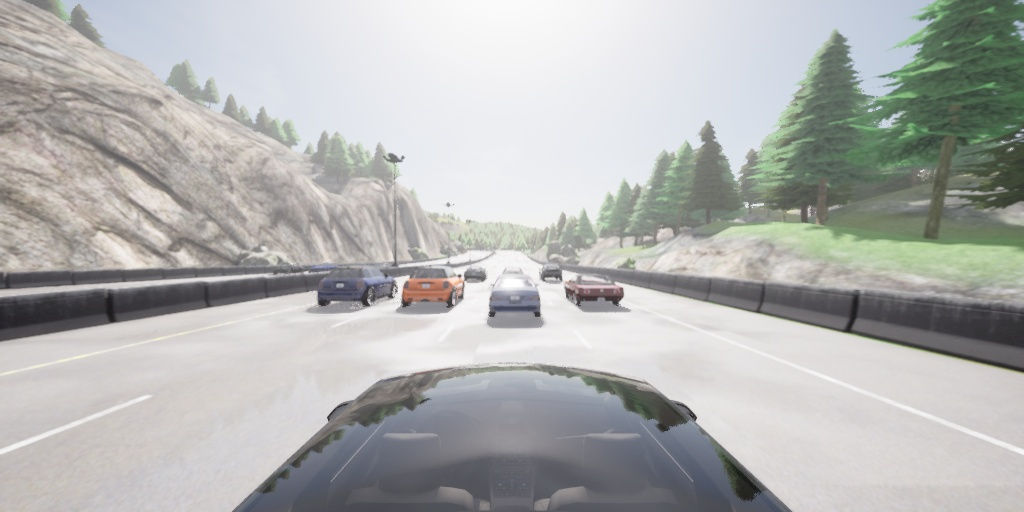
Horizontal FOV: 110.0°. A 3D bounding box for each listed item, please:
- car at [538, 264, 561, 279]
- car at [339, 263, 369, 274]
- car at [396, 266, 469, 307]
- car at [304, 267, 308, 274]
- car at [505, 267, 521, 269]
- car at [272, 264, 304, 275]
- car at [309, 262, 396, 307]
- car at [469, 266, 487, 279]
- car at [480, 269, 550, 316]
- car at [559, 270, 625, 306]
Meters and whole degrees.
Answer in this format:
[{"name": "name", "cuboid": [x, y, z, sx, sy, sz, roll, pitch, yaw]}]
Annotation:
[{"name": "car", "cuboid": [3.579, 1.525, 33.613, 1.837, 1.490, 4.892, 0, -1, 0]}, {"name": "car", "cuboid": [-21.097, 1.649, 48.196, 1.837, 1.490, 4.892, 0, -1, 0]}, {"name": "car", "cuboid": [-3.410, 1.226, 16.334, 2.097, 1.767, 4.553, 0, 0, 0]}, {"name": "car", "cuboid": [-24.596, 1.611, 47.134, 1.882, 1.535, 5.008, 0, -1, 0]}, {"name": "car", "cuboid": [0.082, 1.611, 32.459, 1.895, 1.301, 4.718, 0, 0, 0]}, {"name": "car", "cuboid": [-28.099, 1.720, 45.499, 1.895, 1.301, 4.718, 0, -1, 0]}, {"name": "car", "cuboid": [-6.910, 1.228, 16.535, 2.097, 1.767, 4.553, 0, 0, 0]}, {"name": "car", "cuboid": [-3.421, 1.588, 34.143, 1.994, 1.385, 4.181, 0, 0, 0]}, {"name": "car", "cuboid": [0.091, 1.400, 13.837, 2.033, 1.411, 5.357, 0, -1, 0]}, {"name": "car", "cuboid": [3.591, 1.477, 16.630, 1.895, 1.301, 4.718, 0, 0, 0]}]
